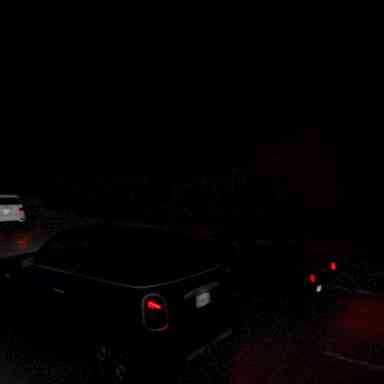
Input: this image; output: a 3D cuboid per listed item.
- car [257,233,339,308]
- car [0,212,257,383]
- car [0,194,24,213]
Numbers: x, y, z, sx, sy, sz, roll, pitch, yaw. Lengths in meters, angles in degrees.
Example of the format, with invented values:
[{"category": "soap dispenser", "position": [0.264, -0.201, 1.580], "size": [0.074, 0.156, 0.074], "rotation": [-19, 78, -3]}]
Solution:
[{"category": "car", "position": [0.793, 1.607, 7.974], "size": [4.718, 1.301, 1.895], "rotation": [0, 0, 38]}, {"category": "car", "position": [-1.534, 1.347, 5.431], "size": [4.553, 1.767, 2.097], "rotation": [0, 0, 38]}, {"category": "car", "position": [-12.200, 1.167, 20.882], "size": [2.150, 2.045, 5.566], "rotation": [0, 0, -40]}]
